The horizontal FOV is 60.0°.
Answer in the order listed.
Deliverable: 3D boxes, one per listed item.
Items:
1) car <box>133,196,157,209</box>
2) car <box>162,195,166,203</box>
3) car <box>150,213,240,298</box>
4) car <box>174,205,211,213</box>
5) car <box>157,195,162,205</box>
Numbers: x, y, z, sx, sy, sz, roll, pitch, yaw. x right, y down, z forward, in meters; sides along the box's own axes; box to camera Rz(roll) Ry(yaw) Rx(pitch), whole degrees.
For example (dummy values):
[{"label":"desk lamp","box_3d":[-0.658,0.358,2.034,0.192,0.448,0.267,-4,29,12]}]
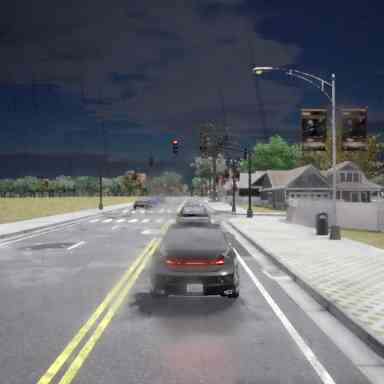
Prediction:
[{"label":"car","box_3d":[-6.621,1.556,45.537,2.033,1.411,5.357,0,0,4]},{"label":"car","box_3d":[-6.572,1.357,68.904,2.097,1.767,4.553,0,0,0]},{"label":"car","box_3d":[0.075,1.510,8.500,1.837,1.490,4.892,0,0,1]},{"label":"car","box_3d":[0.056,1.501,18.770,2.128,1.511,4.902,0,0,-2]},{"label":"car","box_3d":[-6.642,1.481,55.635,1.882,1.535,5.008,0,0,0]}]
